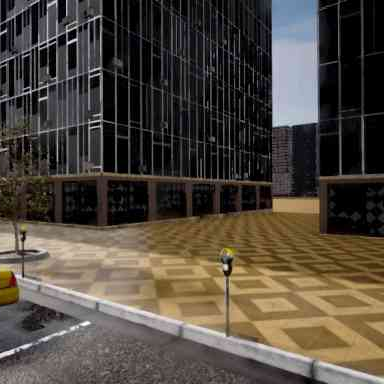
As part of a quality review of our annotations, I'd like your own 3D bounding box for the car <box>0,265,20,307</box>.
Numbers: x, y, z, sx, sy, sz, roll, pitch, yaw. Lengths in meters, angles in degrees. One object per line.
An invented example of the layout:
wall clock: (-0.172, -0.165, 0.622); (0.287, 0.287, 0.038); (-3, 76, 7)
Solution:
car: (-5.333, 1.528, 6.663); (4.829, 1.417, 1.752); (0, 0, 35)
